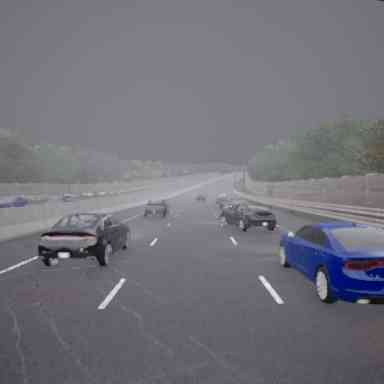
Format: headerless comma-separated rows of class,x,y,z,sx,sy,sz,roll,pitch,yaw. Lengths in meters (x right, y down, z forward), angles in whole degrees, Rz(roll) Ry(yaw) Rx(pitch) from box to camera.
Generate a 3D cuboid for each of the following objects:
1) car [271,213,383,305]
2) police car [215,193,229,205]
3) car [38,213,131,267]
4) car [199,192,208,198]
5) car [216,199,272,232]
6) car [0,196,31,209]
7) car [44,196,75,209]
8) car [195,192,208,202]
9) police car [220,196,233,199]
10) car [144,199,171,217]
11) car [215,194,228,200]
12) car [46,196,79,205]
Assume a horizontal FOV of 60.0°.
car,3.532,1.436,8.075,1.882,1.535,5.008,0,0,0
police car,4.683,1.098,51.740,1.930,1.638,5.238,0,1,3
car,-3.326,1.431,11.121,2.128,1.511,4.902,0,0,1
car,2.933,0.727,82.083,2.033,1.411,5.357,0,2,4
car,3.226,1.422,19.797,1.837,1.490,4.892,1,0,-14
car,-20.438,1.250,38.024,1.882,1.535,5.008,0,0,2
car,-16.779,1.243,42.479,1.837,1.490,4.892,0,0,2
car,1.650,1.031,62.224,1.837,1.490,4.892,0,1,3
police car,3.903,1.378,29.863,2.038,1.542,4.974,0,0,2
car,-2.998,1.356,29.366,2.128,1.511,4.902,0,0,1
car,4.239,1.282,40.749,2.128,1.511,4.902,0,1,2
car,-13.510,1.402,36.124,1.895,1.301,4.718,0,0,2
